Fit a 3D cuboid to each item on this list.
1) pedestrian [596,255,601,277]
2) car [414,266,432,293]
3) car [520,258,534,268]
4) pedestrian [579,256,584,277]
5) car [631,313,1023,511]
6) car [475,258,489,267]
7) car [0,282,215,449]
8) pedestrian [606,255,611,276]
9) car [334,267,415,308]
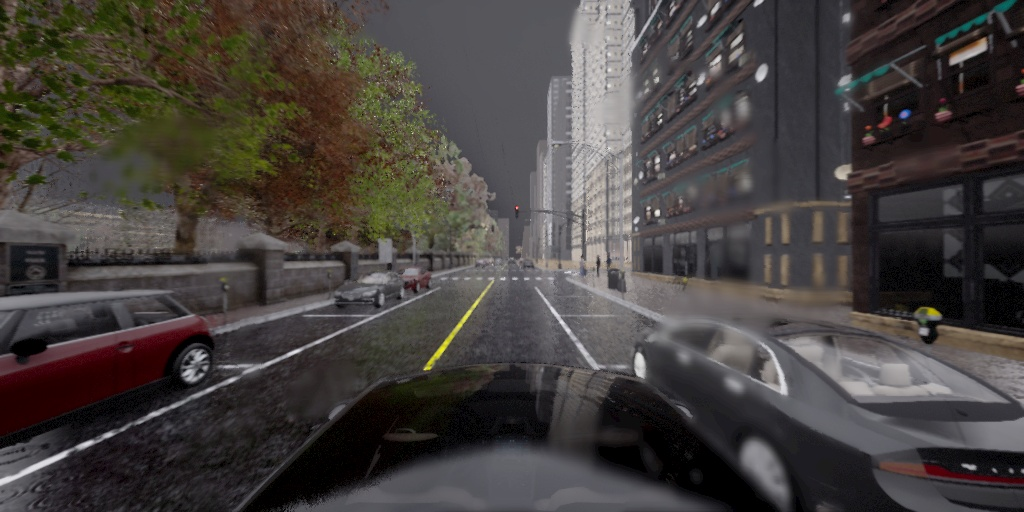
[{"bbox_3d":[7.137,0.838,29.827,0.375,1.860,0.375,0,0,0],"label":"pedestrian"},{"bbox_3d":[-5.819,1.283,20.554,1.888,1.381,4.507,0,0,0],"label":"car"},{"bbox_3d":[2.693,1.300,58.471,1.948,1.339,4.313,0,0,0],"label":"car"},{"bbox_3d":[6.084,0.867,31.027,0.375,1.860,0.375,0,0,0],"label":"pedestrian"},{"bbox_3d":[2.689,1.299,3.939,2.007,1.370,4.403,0,0,0],"label":"car"},{"bbox_3d":[-5.686,1.318,64.104,1.802,1.307,4.207,0,0,0],"label":"car"},{"bbox_3d":[-5.691,1.188,3.938,1.967,1.591,4.097,0,0,0],"label":"car"},{"bbox_3d":[8.138,0.762,30.427,0.375,1.860,0.375,0,0,0],"label":"pedestrian"},{"bbox_3d":[-5.768,1.292,15.014,2.007,1.370,4.403,0,0,0],"label":"car"}]
